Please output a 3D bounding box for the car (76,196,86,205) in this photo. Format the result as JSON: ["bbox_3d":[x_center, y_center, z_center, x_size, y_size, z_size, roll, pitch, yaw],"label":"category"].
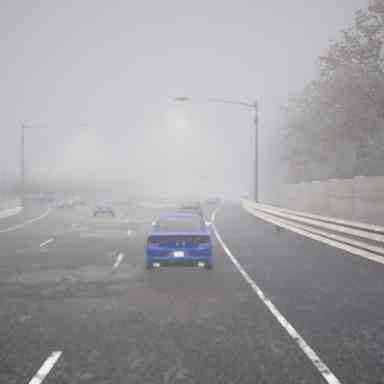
[{"bbox_3d":[-18.919,1.347,54.978,2.128,1.511,4.902,0,0,-30],"label":"car"}]

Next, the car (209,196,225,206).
[{"bbox_3d":[3.443,1.347,51.960,2.033,1.411,5.357,0,0,12],"label":"car"}]

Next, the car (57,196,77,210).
[{"bbox_3d":[-15.731,1.498,41.123,1.895,1.301,4.718,0,0,-23],"label":"car"}]

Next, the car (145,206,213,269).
[{"bbox_3d":[-0.375,1.438,11.039,1.882,1.535,5.008,0,0,-1],"label":"car"}]

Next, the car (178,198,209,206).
[{"bbox_3d":[-0.031,1.402,24.592,2.128,1.511,4.902,0,0,3],"label":"car"}]

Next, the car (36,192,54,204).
[{"bbox_3d":[-26.895,1.079,60.911,2.150,2.045,5.566,0,0,-35],"label":"car"}]

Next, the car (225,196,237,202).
[{"bbox_3d":[7.995,1.603,72.068,1.895,1.301,4.718,0,-2,13],"label":"car"}]

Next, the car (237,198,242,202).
[{"bbox_3d":[12.583,2.448,91.198,2.128,1.511,4.902,0,-4,15],"label":"car"}]

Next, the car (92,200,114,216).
[{"bbox_3d":[-8.267,1.457,30.913,2.033,1.411,5.357,0,0,-17],"label":"car"}]
